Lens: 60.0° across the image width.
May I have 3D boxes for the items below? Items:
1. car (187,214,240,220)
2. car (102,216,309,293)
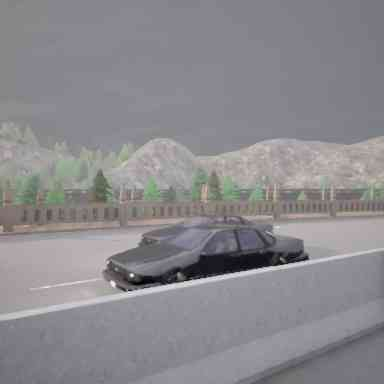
[{"bbox_3d":[0.760,1.548,12.600,5.357,1.411,2.033,0,0,-31],"label":"car"},{"bbox_3d":[0.597,1.547,8.420,5.357,1.411,2.033,0,0,-32],"label":"car"}]
